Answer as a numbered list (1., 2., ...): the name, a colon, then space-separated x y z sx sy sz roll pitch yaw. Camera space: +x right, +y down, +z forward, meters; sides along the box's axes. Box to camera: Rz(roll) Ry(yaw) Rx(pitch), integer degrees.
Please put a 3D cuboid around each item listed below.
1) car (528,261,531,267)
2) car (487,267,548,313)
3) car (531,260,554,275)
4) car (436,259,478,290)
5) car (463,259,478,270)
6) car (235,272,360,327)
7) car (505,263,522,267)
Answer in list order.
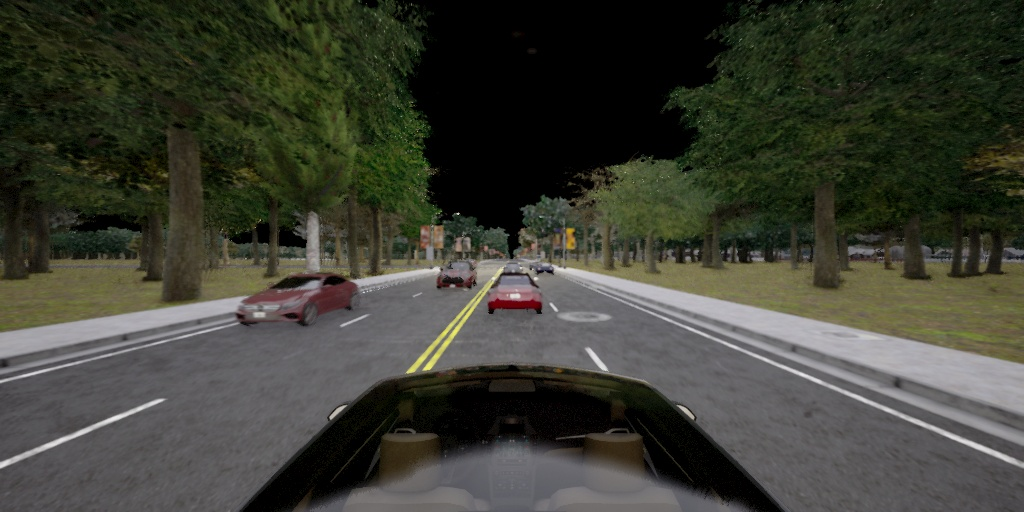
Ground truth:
1. car: 3.350 1.252 50.705 2.128 1.511 4.902 0 0 1
2. car: 0.106 1.315 13.997 1.994 1.385 4.181 0 0 0
3. car: 3.367 1.356 38.544 1.895 1.301 4.718 0 0 0
4. car: -3.340 1.103 22.420 2.097 1.767 4.553 0 0 0
5. car: -6.478 1.279 56.462 1.882 1.535 5.008 0 0 0
6. car: -6.596 1.276 11.700 1.812 1.442 4.674 0 0 0
7. car: 0.112 1.300 31.810 2.033 1.411 5.357 0 0 0
